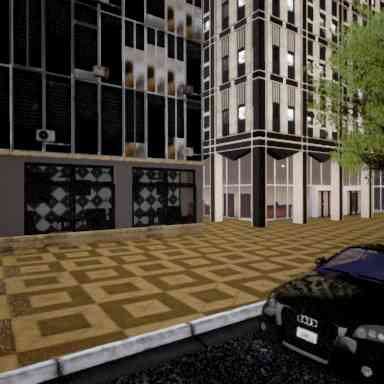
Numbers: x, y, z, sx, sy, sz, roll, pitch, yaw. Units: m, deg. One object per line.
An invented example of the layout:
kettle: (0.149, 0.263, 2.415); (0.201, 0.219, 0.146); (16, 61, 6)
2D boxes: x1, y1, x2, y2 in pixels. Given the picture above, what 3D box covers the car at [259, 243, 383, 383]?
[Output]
car: (3.023, 1.563, 5.214); (4.181, 1.385, 1.994); (0, 0, -35)
